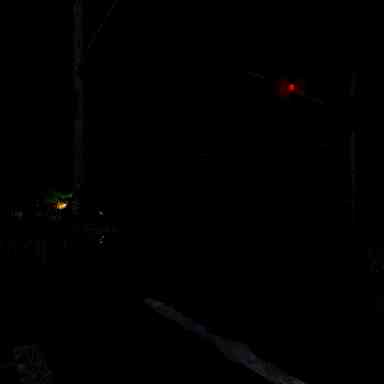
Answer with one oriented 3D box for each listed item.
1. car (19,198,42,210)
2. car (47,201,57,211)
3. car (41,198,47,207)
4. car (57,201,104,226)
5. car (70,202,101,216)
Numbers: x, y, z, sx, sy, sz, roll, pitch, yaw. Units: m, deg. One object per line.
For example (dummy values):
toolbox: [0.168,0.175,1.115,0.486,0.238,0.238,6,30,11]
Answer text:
car: [-21.781,1.780,44.367,1.895,1.301,4.718,0,0,-35]
car: [-17.443,1.653,44.437,1.882,1.535,5.008,0,0,-35]
car: [-23.352,1.652,52.728,1.882,1.535,5.008,0,0,-37]
car: [-8.276,1.534,24.962,2.097,1.767,4.553,0,0,-35]
car: [-11.723,1.777,36.307,1.895,1.301,4.718,0,0,-35]
